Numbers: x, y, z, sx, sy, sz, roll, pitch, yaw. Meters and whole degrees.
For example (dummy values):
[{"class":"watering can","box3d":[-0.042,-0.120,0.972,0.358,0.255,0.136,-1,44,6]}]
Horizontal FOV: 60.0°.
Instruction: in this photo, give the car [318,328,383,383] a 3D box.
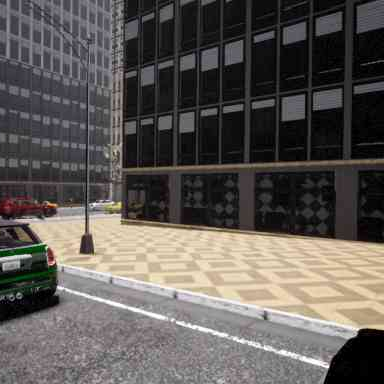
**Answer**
[{"class":"car","box3d":[3.009,1.601,1.532,4.718,1.301,1.895,0,0,36]}]

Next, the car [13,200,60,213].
[{"class":"car","box3d":[-18.394,1.643,39.524,1.752,1.417,4.829,1,0,37]}]

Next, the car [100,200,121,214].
[{"class":"car","box3d":[-8.099,1.830,39.341,1.752,1.417,4.829,1,0,37]}]

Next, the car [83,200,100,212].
[{"class":"car","box3d":[-12.060,1.747,43.705,1.812,1.442,4.674,1,0,36]}]

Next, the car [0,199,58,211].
[{"class":"car","box3d":[-14.914,1.519,30.143,2.192,1.841,5.009,1,0,37]}]

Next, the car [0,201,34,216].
[{"class":"car","box3d":[-18.909,1.685,34.467,1.994,1.385,4.181,1,0,37]}]

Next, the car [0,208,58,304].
[{"class":"car","box3d":[-4.988,1.348,7.251,4.553,1.767,2.097,0,0,36]}]
